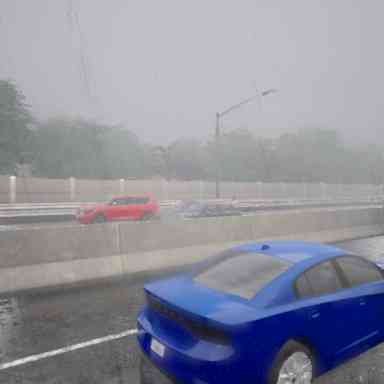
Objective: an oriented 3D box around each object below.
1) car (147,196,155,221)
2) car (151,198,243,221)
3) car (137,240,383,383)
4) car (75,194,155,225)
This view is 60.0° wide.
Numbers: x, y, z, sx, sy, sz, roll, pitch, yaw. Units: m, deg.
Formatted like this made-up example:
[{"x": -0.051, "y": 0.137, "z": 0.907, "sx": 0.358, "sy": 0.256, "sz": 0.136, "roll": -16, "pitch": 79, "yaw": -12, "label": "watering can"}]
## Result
[{"x": -0.188, "y": 1.316, "z": 21.037, "sx": 4.553, "sy": 1.767, "sz": 2.097, "roll": 0, "pitch": 0, "yaw": -35, "label": "car"}, {"x": 0.531, "y": 1.323, "z": 17.254, "sx": 4.553, "sy": 1.767, "sz": 2.097, "roll": 0, "pitch": 0, "yaw": -35, "label": "car"}, {"x": 1.660, "y": 1.469, "z": 4.926, "sx": 5.008, "sy": 1.535, "sz": 1.882, "roll": 0, "pitch": 0, "yaw": -35, "label": "car"}, {"x": -4.789, "y": 1.195, "z": 22.060, "sx": 5.566, "sy": 2.045, "sz": 2.150, "roll": 0, "pitch": 0, "yaw": -35, "label": "car"}]
